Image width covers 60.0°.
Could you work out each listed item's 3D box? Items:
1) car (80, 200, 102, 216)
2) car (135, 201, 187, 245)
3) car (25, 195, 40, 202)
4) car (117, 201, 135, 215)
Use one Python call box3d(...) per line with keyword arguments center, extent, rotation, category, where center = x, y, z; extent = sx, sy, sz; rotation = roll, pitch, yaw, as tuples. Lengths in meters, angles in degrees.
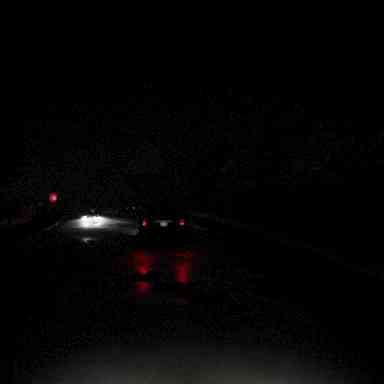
box3d(center=(-10.282, 1.550, 33.721), extent=(2.128, 1.511, 4.902), rotation=(0, 0, -22), category="car")
box3d(center=(-1.532, 1.372, 16.005), extent=(2.097, 1.767, 4.553), rotation=(0, 0, -9), category="car")
box3d(center=(-32.718, 1.456, 67.899), extent=(4.892, 1.490, 1.837), rotation=(0, 0, 44), category="car")
box3d(center=(-6.509, 1.598, 34.383), extent=(2.033, 1.411, 5.357), rotation=(0, 0, -21), category="car")
